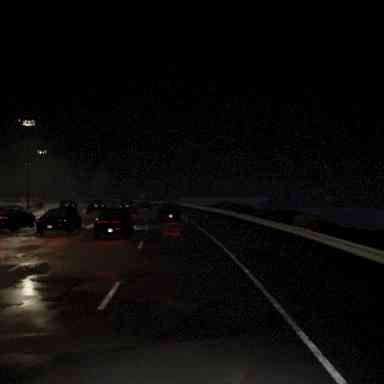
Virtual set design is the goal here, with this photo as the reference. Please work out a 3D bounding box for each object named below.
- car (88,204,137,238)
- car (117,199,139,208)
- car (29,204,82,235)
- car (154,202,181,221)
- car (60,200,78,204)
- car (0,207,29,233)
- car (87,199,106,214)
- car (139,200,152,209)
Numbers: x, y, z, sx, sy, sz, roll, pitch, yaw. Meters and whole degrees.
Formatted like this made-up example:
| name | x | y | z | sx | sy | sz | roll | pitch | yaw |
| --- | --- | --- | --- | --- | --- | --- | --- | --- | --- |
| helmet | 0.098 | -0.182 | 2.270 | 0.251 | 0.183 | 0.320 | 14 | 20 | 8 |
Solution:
| name | x | y | z | sx | sy | sz | roll | pitch | yaw |
| --- | --- | --- | --- | --- | --- | --- | --- | --- | --- |
| car | -4.322 | 1.652 | 18.833 | 1.837 | 1.490 | 4.892 | 0 | 0 | -7 |
| car | -7.827 | 1.646 | 39.633 | 2.097 | 1.767 | 4.553 | -1 | 0 | -13 |
| car | -8.025 | 1.713 | 20.371 | 1.812 | 1.442 | 4.674 | 0 | 0 | -7 |
| car | -2.159 | 1.693 | 29.427 | 1.837 | 1.490 | 4.892 | 1 | 0 | -10 |
| car | -15.539 | 1.726 | 41.796 | 2.097 | 1.767 | 4.553 | -1 | 0 | -15 |
| car | -11.657 | 1.716 | 21.362 | 2.128 | 1.511 | 4.902 | 0 | 0 | -8 |
| car | -11.678 | 1.686 | 40.664 | 2.097 | 1.767 | 4.553 | -1 | 0 | -14 |
| car | -7.542 | 1.928 | 52.245 | 1.994 | 1.385 | 4.181 | 0 | 0 | -18 |
